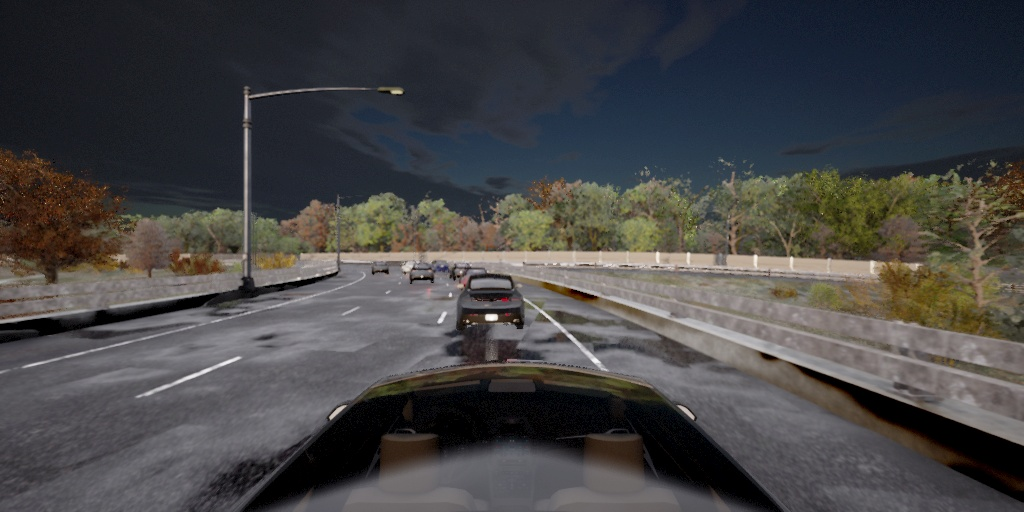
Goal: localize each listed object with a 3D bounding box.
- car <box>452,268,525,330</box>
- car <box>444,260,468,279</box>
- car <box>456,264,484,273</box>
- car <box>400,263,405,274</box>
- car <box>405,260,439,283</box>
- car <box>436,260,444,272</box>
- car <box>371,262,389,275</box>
[{"bbox_3d":[-0.693,1.290,11.316,1.837,1.490,4.892,0,0,-4],"label":"car"},{"bbox_3d":[-4.655,1.358,32.526,2.128,1.511,4.902,0,0,-15],"label":"car"},{"bbox_3d":[-2.284,1.390,22.264,1.994,1.385,4.181,0,0,-10],"label":"car"},{"bbox_3d":[-12.481,1.439,43.987,1.812,1.442,4.674,0,0,-23],"label":"car"},{"bbox_3d":[-7.366,1.349,29.219,2.128,1.511,4.902,0,0,-15],"label":"car"},{"bbox_3d":[-9.280,1.267,45.315,2.097,1.767,4.553,0,0,-23],"label":"car"},{"bbox_3d":[-15.942,1.407,43.213,2.128,1.511,4.902,0,0,-23],"label":"car"}]
